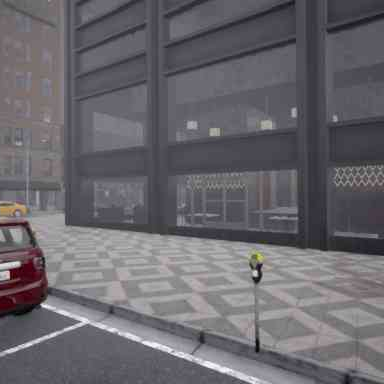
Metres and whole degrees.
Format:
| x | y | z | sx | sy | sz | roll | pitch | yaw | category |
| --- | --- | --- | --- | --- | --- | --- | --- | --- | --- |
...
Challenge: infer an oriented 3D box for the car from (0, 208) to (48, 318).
| x | y | z | sx | sy | sz | roll | pitch | yaw | category |
| --- | --- | --- | --- | --- | --- | --- | --- | --- | --- |
| -4.743 | 1.316 | 6.248 | 5.009 | 1.841 | 2.192 | 0 | -1 | 36 | car |

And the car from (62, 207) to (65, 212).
| x | y | z | sx | sy | sz | roll | pitch | yaw | category |
| --- | --- | --- | --- | --- | --- | --- | --- | --- | --- |
| -12.461 | 1.792 | 39.157 | 2.033 | 1.411 | 5.357 | -1 | -1 | 35 | car |

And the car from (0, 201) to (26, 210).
| x | y | z | sx | sy | sz | roll | pitch | yaw | category |
| --- | --- | --- | --- | --- | --- | --- | --- | --- | --- |
| -18.234 | 1.640 | 31.174 | 1.882 | 1.535 | 5.008 | -1 | -1 | 36 | car |
